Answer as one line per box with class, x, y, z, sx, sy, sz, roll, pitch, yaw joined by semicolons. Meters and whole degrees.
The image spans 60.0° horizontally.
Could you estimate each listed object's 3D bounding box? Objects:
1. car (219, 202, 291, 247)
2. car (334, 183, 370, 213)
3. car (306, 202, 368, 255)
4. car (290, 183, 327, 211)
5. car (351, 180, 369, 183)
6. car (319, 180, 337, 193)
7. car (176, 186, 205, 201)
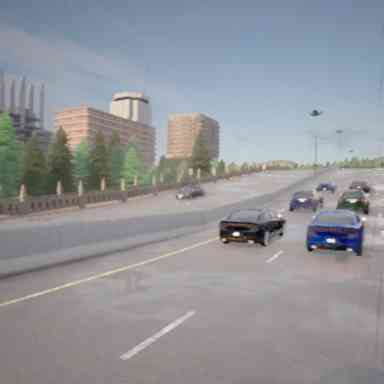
car;2.952;1.446;15.399;1.882;1.535;5.008;0;2;29
car;12.702;0.555;26.071;2.097;1.767;4.553;0;5;29
car;6.035;1.466;13.741;1.882;1.535;5.008;0;2;29
car;9.625;0.536;27.740;2.097;1.767;4.553;0;5;29
car;19.323;-0.728;38.296;1.994;1.385;4.181;0;7;29
car;16.204;-0.776;39.886;1.812;1.442;4.674;0;7;29
car;-0.128;0.070;39.228;2.128;1.511;4.902;0;6;29
